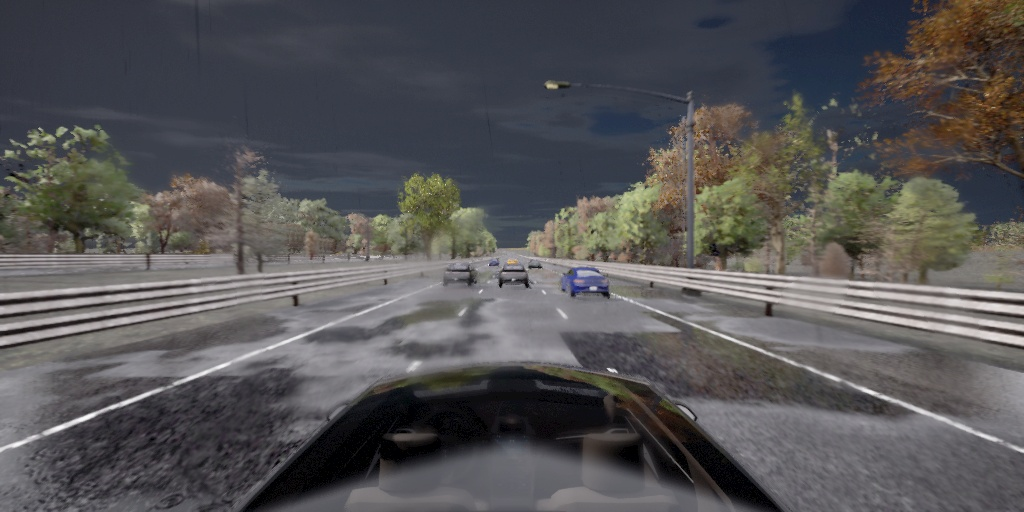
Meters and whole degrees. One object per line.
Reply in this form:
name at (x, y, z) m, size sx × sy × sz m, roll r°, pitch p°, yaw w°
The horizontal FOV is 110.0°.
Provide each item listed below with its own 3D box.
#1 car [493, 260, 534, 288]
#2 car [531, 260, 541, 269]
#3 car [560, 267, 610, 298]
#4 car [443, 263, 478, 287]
car at (0.100, 1.233, 23.983) m, size 2.128 × 1.511 × 4.902 m, roll 0°, pitch 0°, yaw 0°
car at (3.597, 1.282, 57.750) m, size 1.994 × 1.385 × 4.181 m, roll 0°, pitch 0°, yaw 0°
car at (3.601, 1.270, 18.138) m, size 1.812 × 1.442 × 4.674 m, roll 0°, pitch 0°, yaw 0°
car at (-3.400, 1.233, 24.283) m, size 2.128 × 1.511 × 4.902 m, roll 0°, pitch 0°, yaw 0°
